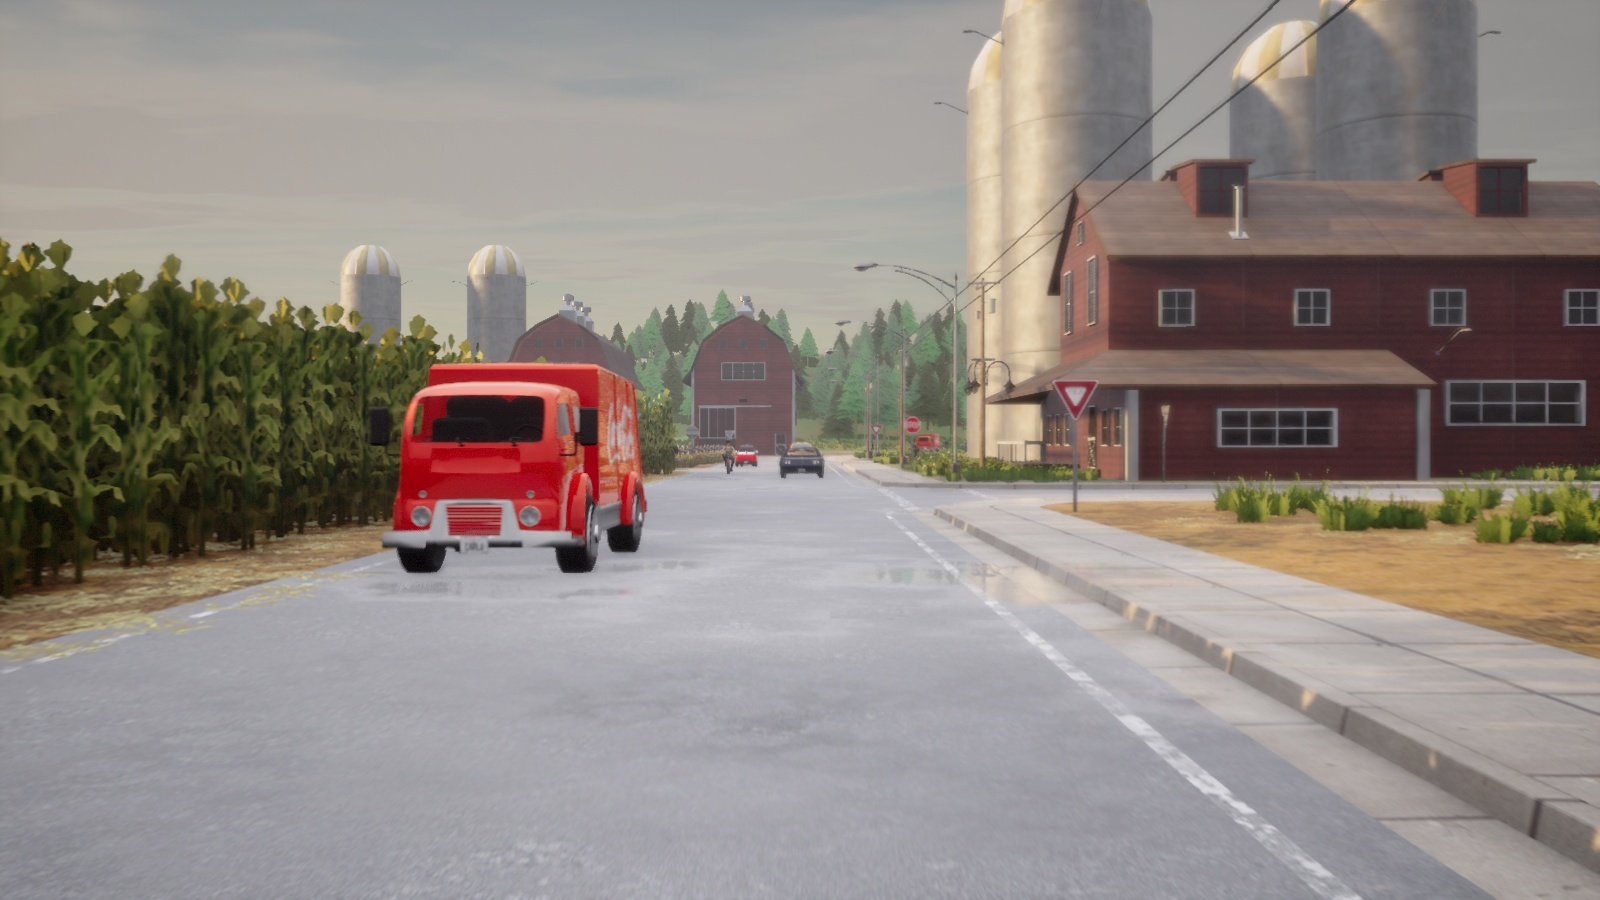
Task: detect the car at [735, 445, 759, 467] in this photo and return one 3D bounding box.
[{"bbox_3d":[-3.361,0.352,79.854,1.481,1.376,2.207,0,0,0],"label":"car"}]

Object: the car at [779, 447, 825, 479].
[{"bbox_3d":[0.101,0.542,54.367,1.895,1.301,4.718,0,0,0],"label":"car"}]

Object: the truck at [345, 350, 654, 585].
[{"bbox_3d":[-3.457,0.170,15.774,2.627,2.467,5.204,0,0,0],"label":"truck"}]
